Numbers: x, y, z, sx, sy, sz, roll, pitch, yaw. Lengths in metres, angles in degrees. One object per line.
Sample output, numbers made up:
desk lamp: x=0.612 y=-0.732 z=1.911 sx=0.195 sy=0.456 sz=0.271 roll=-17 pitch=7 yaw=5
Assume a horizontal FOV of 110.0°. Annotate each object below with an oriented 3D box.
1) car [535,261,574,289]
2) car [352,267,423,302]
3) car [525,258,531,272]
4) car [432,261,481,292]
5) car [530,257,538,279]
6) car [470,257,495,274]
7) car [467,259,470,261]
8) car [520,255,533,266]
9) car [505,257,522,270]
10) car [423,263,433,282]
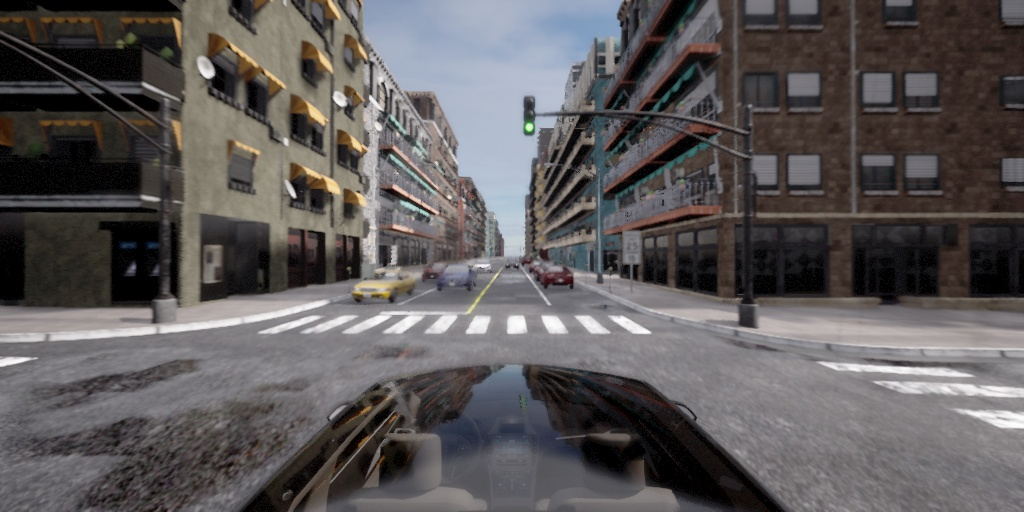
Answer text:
car: x=2.694 y=1.204 z=22.157 sx=1.888 sy=1.381 sz=4.507 roll=0 pitch=0 yaw=0
car: x=-5.688 y=1.209 z=16.479 sx=1.751 sy=1.417 sz=4.829 roll=0 pitch=0 yaw=0
car: x=2.695 y=1.169 z=38.727 sx=1.802 sy=1.307 sz=4.207 roll=0 pitch=0 yaw=0
car: x=-3.099 y=1.191 z=20.894 sx=1.812 sy=1.442 sz=4.674 roll=0 pitch=0 yaw=0
car: x=2.694 y=1.075 z=27.681 sx=1.967 sy=1.591 sz=4.097 roll=0 pitch=0 yaw=0
car: x=-3.082 y=1.114 z=38.316 sx=1.812 sy=1.442 sz=4.674 roll=0 pitch=0 yaw=0
car: x=-5.685 y=1.065 z=49.619 sx=1.751 sy=1.417 sz=4.829 roll=0 pitch=0 yaw=0
car: x=2.698 y=0.808 z=60.822 sx=2.192 sy=1.841 sz=5.009 roll=0 pitch=0 yaw=0
car: x=0.006 y=1.148 z=48.029 sx=1.895 sy=1.301 sz=4.718 roll=0 pitch=0 yaw=0
car: x=-5.687 y=1.180 z=27.695 sx=1.888 sy=1.381 sz=4.507 roll=0 pitch=0 yaw=0
